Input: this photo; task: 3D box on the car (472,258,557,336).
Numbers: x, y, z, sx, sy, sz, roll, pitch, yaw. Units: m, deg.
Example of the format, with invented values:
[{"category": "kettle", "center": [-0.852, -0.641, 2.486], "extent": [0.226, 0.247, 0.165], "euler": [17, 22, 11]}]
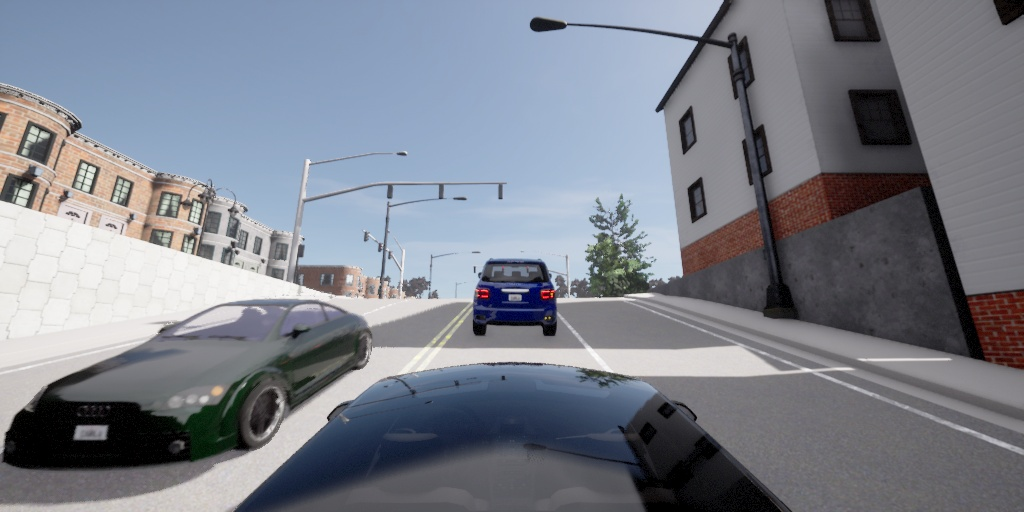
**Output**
[{"category": "car", "center": [0.083, 1.103, 11.046], "extent": [2.150, 2.045, 5.566], "euler": [1, -1, 0]}]

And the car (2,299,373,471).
[{"category": "car", "center": [-3.598, 1.331, 5.058], "extent": [1.994, 1.385, 4.181], "euler": [0, 0, 0]}]
